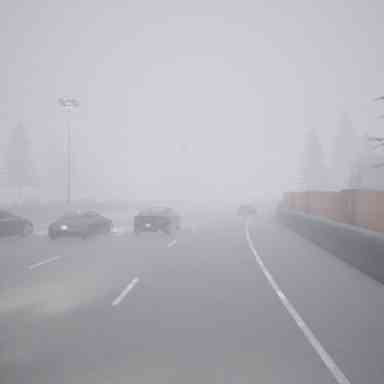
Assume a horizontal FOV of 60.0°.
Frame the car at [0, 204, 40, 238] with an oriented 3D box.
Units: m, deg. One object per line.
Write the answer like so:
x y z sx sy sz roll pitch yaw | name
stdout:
-9.428 1.547 15.573 1.837 1.490 4.892 0 0 6 | car

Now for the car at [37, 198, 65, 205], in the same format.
-20.363 1.768 49.749 1.895 1.301 4.718 0 0 17 | car

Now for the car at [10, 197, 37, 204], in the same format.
-24.320 1.502 48.634 2.097 1.767 4.553 0 0 17 | car

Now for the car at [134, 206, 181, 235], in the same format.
-1.908 1.564 19.427 1.882 1.535 5.008 0 0 8 | car

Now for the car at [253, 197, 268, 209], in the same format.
10.066 1.633 52.182 2.097 1.767 4.553 0 0 22 | car

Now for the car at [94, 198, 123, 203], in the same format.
-12.389 1.694 51.576 2.128 1.511 4.902 0 0 19 | car

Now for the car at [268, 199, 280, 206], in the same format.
15.720 1.965 64.642 1.895 1.301 4.718 0 0 27 | car

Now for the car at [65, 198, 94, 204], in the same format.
-16.437 1.690 50.491 1.837 1.490 4.892 0 -1 18 | car

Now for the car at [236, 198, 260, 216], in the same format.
5.815 1.712 34.969 1.812 1.442 4.674 0 0 15 | car

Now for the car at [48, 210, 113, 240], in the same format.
-5.685 1.628 17.420 1.994 1.385 4.181 0 0 7 | car
